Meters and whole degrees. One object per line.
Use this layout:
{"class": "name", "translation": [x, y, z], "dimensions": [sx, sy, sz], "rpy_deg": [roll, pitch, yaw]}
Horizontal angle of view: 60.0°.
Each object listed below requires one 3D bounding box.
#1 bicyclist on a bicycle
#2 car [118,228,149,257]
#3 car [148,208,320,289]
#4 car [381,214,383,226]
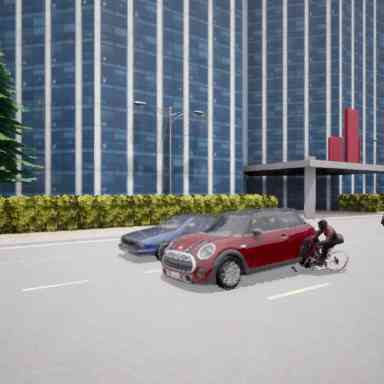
{"class": "bicyclist on a bicycle", "translation": [3.547, 1.500, 8.984], "dimensions": [1.656, 1.620, 0.582], "rpy_deg": [-1, 21, -8]}
{"class": "car", "translation": [0.067, 1.547, 12.392], "dimensions": [5.357, 1.411, 2.033], "rpy_deg": [0, 0, -33]}
{"class": "car", "translation": [1.415, 1.312, 9.198], "dimensions": [4.553, 1.767, 2.097], "rpy_deg": [-2, -1, -35]}
{"class": "car", "translation": [14.091, 1.564, 21.483], "dimensions": [4.181, 1.385, 1.994], "rpy_deg": [0, 0, -33]}
